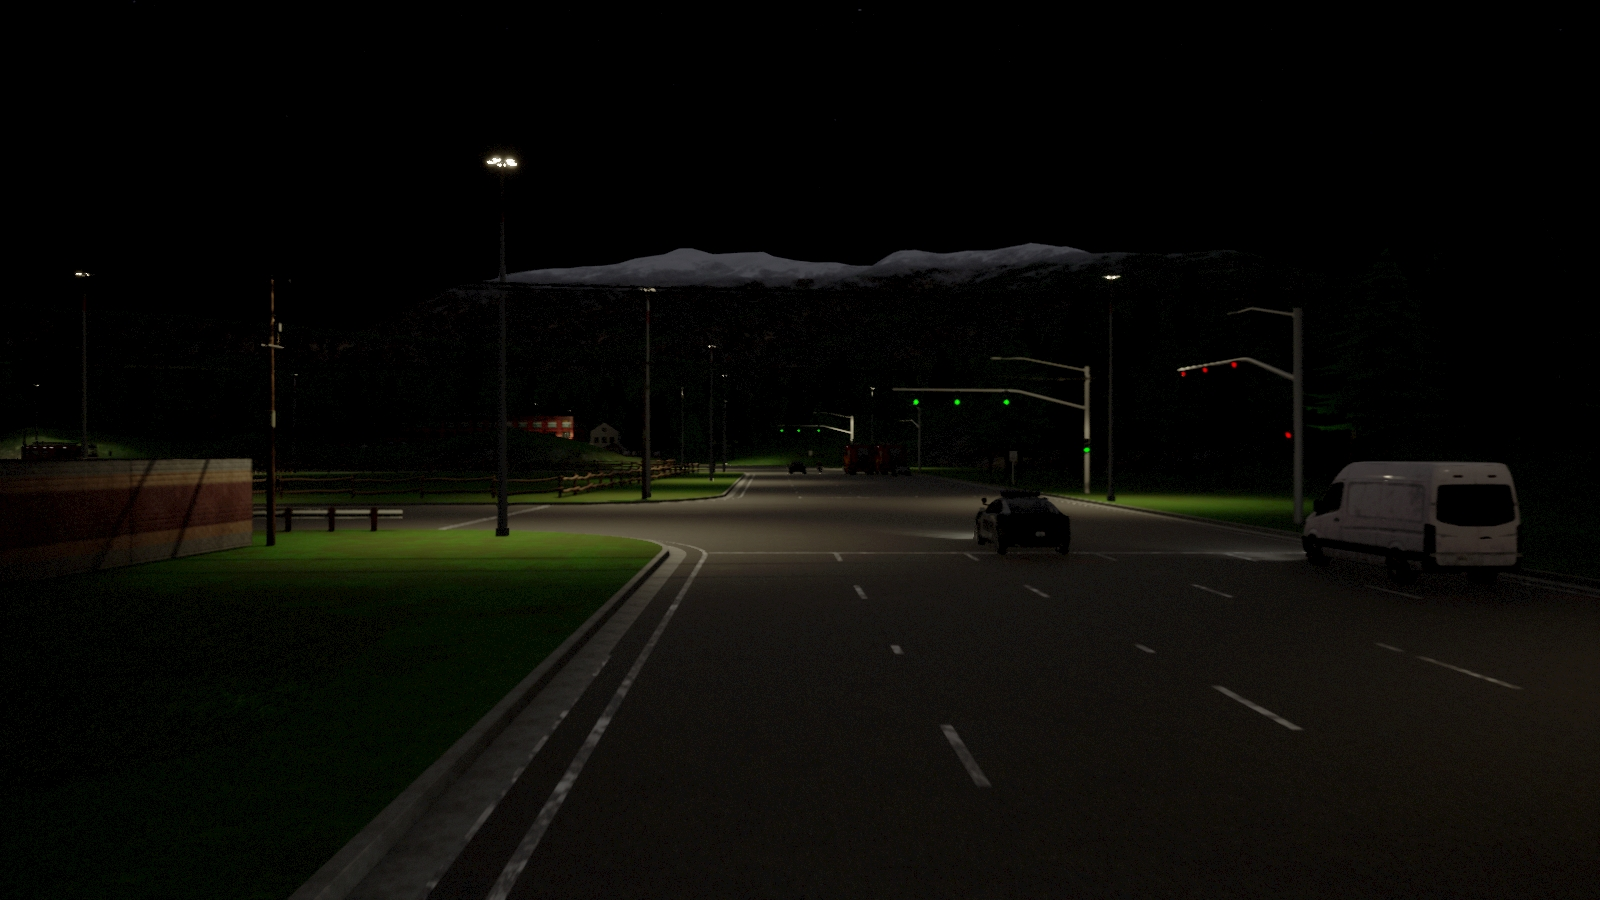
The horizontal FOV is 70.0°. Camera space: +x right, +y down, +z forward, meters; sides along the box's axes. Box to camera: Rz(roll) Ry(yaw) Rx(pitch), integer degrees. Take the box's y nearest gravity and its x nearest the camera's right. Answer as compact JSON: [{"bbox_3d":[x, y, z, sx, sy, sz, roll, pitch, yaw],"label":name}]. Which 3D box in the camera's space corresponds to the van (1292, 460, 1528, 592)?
[{"bbox_3d":[13.353,1.530,25.581,1.988,2.561,5.915,0,0,-2],"label":"van"}]

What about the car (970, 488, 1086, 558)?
[{"bbox_3d":[6.296,1.980,32.182,2.097,1.638,5.238,0,0,-2],"label":"car"}]
